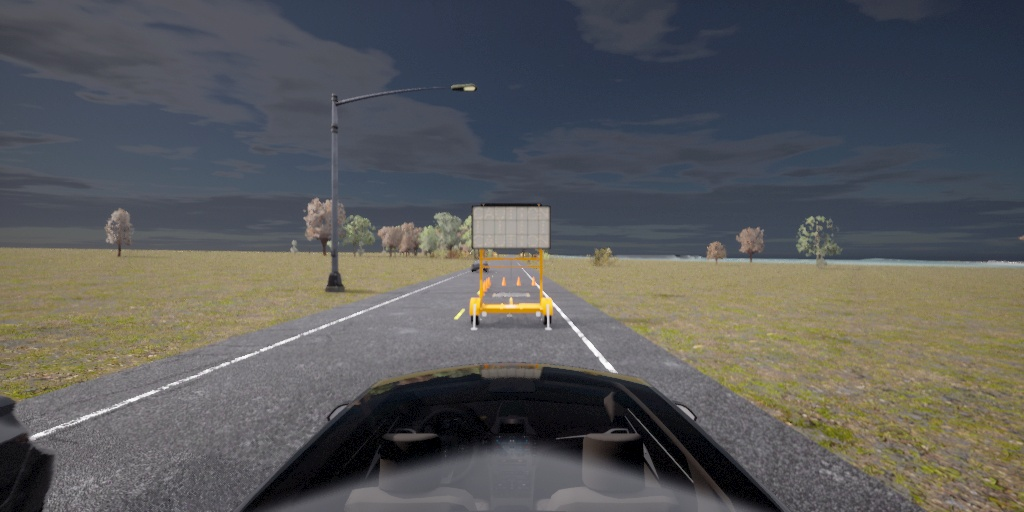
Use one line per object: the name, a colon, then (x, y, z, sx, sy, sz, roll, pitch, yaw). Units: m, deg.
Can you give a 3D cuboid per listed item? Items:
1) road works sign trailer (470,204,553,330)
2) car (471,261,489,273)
road works sign trailer: (-0.022, 0.201, 11.030, 2.380, 3.560, 2.880, 0, 0, 0)
car: (-3.696, 1.242, 41.857, 2.033, 1.411, 5.357, 0, 0, 0)
